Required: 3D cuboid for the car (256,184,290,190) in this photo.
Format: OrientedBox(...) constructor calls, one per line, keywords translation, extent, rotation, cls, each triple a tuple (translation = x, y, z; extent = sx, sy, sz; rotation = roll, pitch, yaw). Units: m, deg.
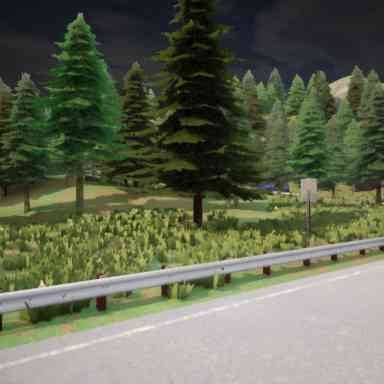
OrientedBox(translation=(13.159, -0.467, 54.216), extent=(5.566, 2.045, 2.150), rotation=(5, 1, 19), cls="car")
